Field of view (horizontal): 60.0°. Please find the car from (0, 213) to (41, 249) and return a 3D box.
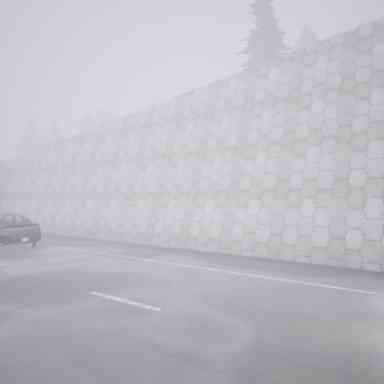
[{"bbox_3d":[-8.447,1.660,14.309,4.902,1.511,2.128,-1,0,35],"label":"car"}]
